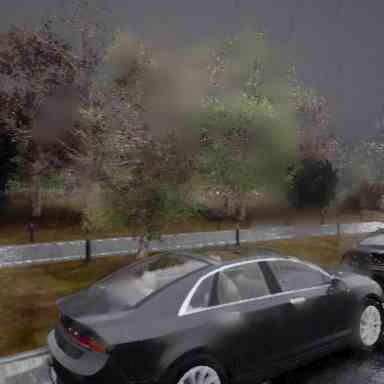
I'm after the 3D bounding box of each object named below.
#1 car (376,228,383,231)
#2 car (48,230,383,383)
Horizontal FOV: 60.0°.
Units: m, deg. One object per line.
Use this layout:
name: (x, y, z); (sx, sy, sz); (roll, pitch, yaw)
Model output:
car: (5.392, 1.482, 7.571); (4.892, 1.521, 2.231); (0, -3, -32)
car: (0.708, 1.477, 4.518); (4.892, 1.521, 2.231); (0, -3, -33)
